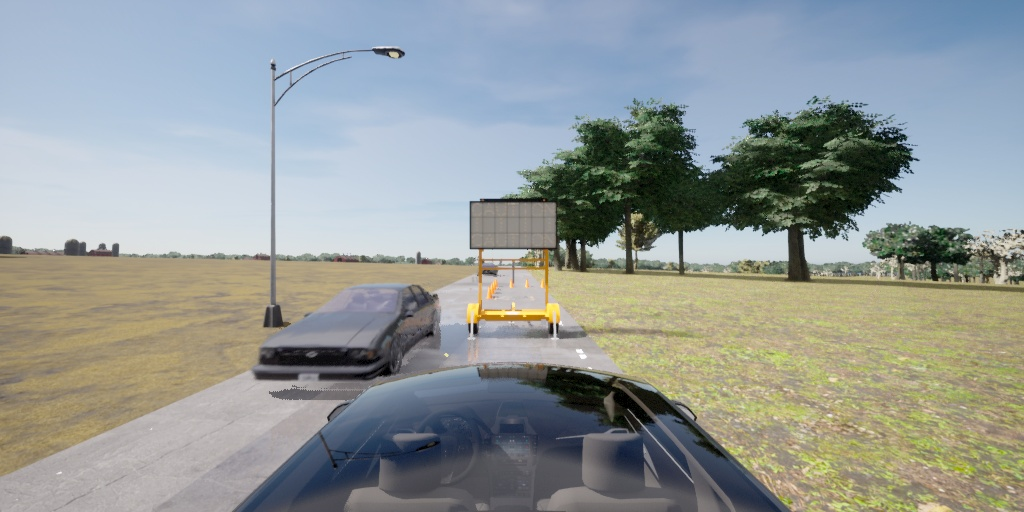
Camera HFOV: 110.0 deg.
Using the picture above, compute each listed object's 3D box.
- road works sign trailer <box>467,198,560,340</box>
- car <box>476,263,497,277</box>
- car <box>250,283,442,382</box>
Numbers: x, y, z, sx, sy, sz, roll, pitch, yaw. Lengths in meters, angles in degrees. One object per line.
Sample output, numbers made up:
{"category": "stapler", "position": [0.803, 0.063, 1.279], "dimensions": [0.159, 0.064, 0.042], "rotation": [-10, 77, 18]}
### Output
{"category": "road works sign trailer", "position": [0.041, 0.219, 9.961], "dimensions": [2.380, 3.560, 2.880], "rotation": [0, 0, 0]}
{"category": "car", "position": [-2.519, 1.391, 36.605], "dimensions": [1.994, 1.385, 4.181], "rotation": [0, 0, 0]}
{"category": "car", "position": [-2.806, 1.300, 7.636], "dimensions": [2.033, 1.411, 5.357], "rotation": [0, 0, 0]}
